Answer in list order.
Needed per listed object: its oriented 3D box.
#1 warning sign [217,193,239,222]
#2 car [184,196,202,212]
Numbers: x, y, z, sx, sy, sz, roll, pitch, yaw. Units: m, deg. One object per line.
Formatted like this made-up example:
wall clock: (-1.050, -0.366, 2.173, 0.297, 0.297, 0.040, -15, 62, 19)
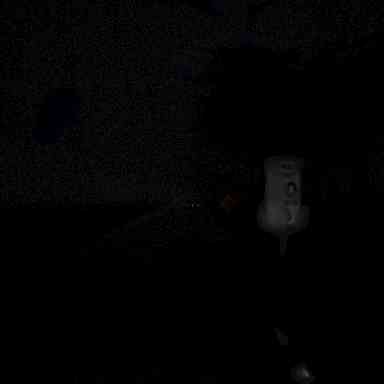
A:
warning sign: (2.482, 1.026, 22.805, 1.300, 1.860, 1.060, 3, 3, 0)
car: (0.083, 1.444, 37.483, 2.033, 1.411, 5.357, 0, 0, 0)
